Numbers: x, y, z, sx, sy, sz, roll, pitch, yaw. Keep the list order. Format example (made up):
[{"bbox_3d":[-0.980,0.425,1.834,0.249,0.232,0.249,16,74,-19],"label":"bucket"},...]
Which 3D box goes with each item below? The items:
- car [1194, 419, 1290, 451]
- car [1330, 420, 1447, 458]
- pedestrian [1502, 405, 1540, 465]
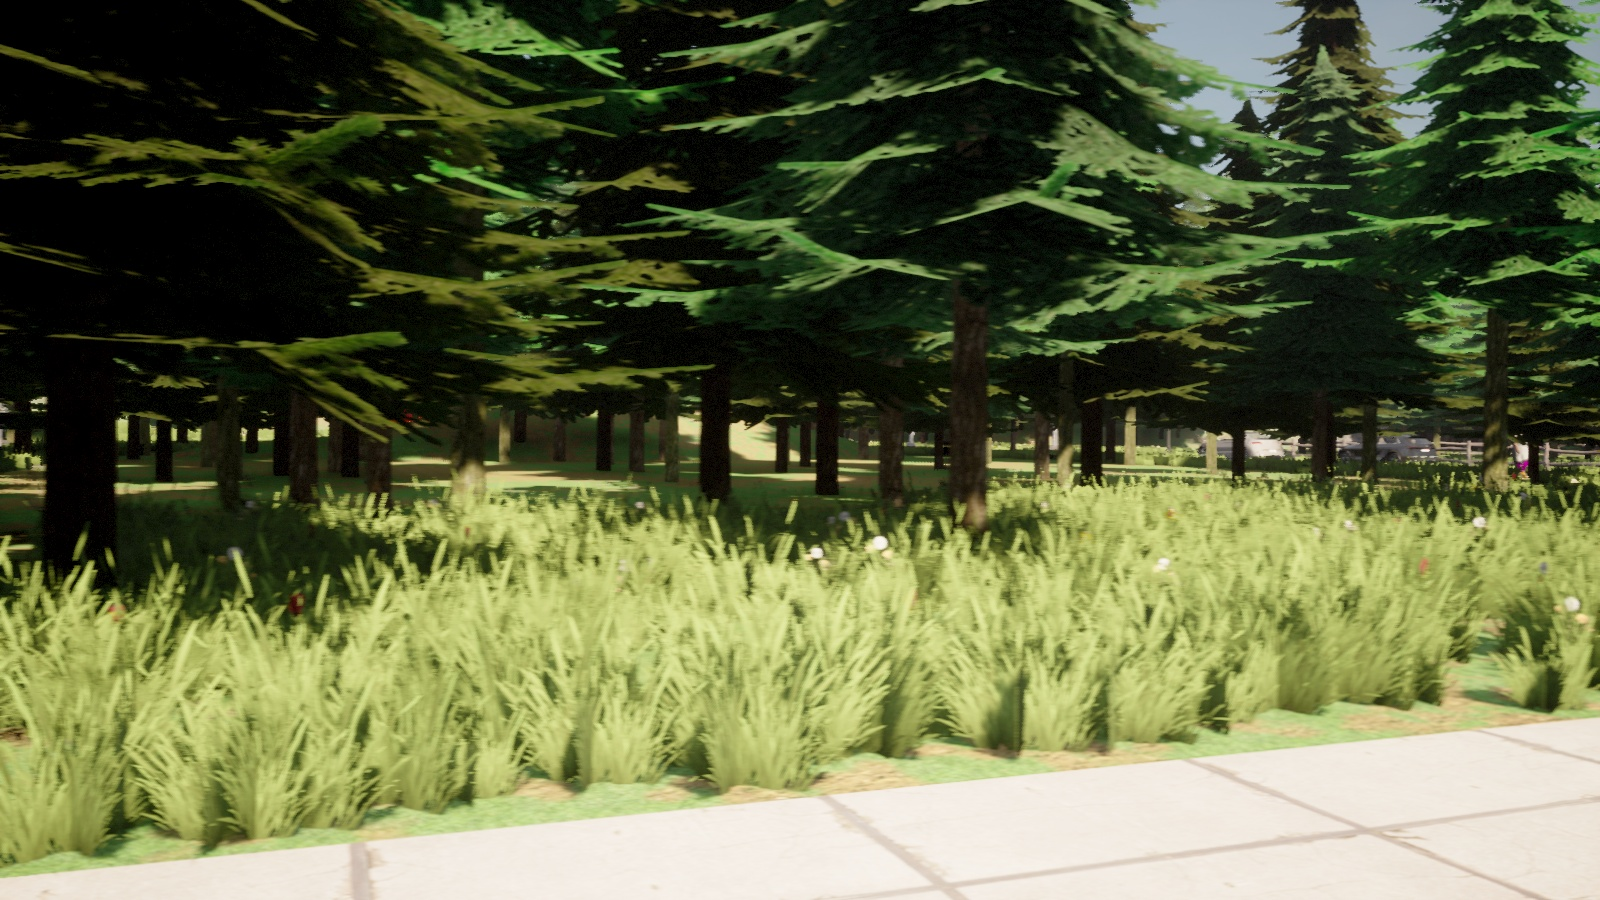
[{"bbox_3d":[23.597,-0.799,67.243,2.152,1.651,5.027,-1,1,-20],"label":"car"},{"bbox_3d":[26.983,-0.531,57.785,2.033,1.649,4.856,-1,1,-20],"label":"car"},{"bbox_3d":[24.027,-0.508,41.860,0.659,1.952,0.873,-1,1,-23],"label":"pedestrian"}]
